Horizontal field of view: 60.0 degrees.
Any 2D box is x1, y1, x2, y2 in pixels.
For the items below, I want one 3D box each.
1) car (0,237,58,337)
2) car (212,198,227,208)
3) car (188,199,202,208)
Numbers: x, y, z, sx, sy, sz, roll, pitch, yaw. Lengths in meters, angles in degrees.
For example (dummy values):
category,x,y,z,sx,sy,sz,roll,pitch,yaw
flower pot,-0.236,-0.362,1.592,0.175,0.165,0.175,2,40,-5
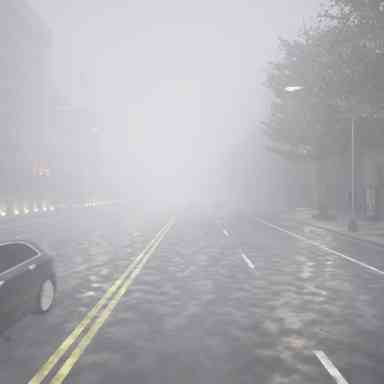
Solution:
category,x,y,z,sx,sy,sz,roll,pitch,yaw
car,-3.571,1.501,4.718,1.837,1.490,4.892,0,1,0
car,3.911,1.564,47.306,1.994,1.385,4.181,0,0,0
car,0.420,1.601,48.240,1.895,1.301,4.718,0,0,0
